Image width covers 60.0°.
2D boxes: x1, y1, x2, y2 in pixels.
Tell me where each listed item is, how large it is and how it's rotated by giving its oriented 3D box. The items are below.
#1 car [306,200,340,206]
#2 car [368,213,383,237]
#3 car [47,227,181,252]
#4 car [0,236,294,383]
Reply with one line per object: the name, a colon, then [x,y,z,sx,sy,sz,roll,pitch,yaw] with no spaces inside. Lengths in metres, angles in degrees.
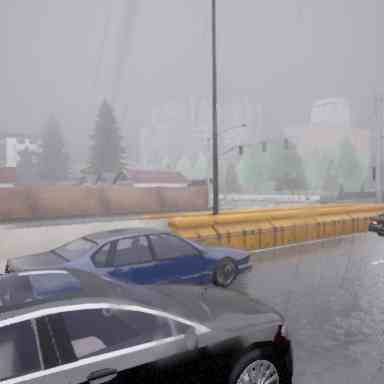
car: [9.107,1.266,23.213,4.181,1.385,1.994,-1,1,-35]
car: [10.202,1.303,15.273,5.357,1.411,2.033,-1,1,-35]
car: [-1.105,1.501,7.238,5.357,1.411,2.033,-1,1,-36]
car: [-1.137,1.481,2.935,4.902,1.511,2.128,-1,1,-35]
